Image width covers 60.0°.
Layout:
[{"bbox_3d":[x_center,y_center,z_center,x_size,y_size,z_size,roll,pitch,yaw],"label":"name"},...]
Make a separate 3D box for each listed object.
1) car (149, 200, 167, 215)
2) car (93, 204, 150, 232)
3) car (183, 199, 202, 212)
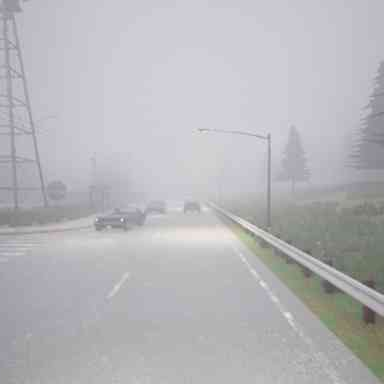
[{"bbox_3d":[-3.625,1.521,34.485,2.033,1.411,5.357,0,0,1],"label":"car"},{"bbox_3d":[-4.208,1.585,20.159,1.895,1.301,4.718,0,0,8],"label":"car"},{"bbox_3d":[0.012,1.496,38.150,1.812,1.442,4.674,0,0,0],"label":"car"}]
